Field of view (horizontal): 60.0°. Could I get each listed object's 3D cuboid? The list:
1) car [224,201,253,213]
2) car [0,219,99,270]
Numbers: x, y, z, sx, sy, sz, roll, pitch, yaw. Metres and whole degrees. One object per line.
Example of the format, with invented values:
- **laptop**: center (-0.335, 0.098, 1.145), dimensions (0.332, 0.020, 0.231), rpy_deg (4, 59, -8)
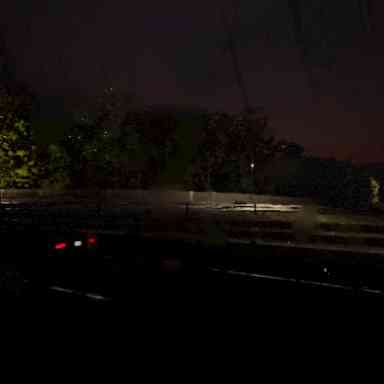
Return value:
- **car**: center (7.013, 2.208, 50.314), dimensions (4.553, 1.767, 2.097), rpy_deg (3, -2, -31)
- **car**: center (-5.674, 1.657, 11.393), dimensions (5.357, 1.411, 2.033), rpy_deg (-1, 0, 29)
